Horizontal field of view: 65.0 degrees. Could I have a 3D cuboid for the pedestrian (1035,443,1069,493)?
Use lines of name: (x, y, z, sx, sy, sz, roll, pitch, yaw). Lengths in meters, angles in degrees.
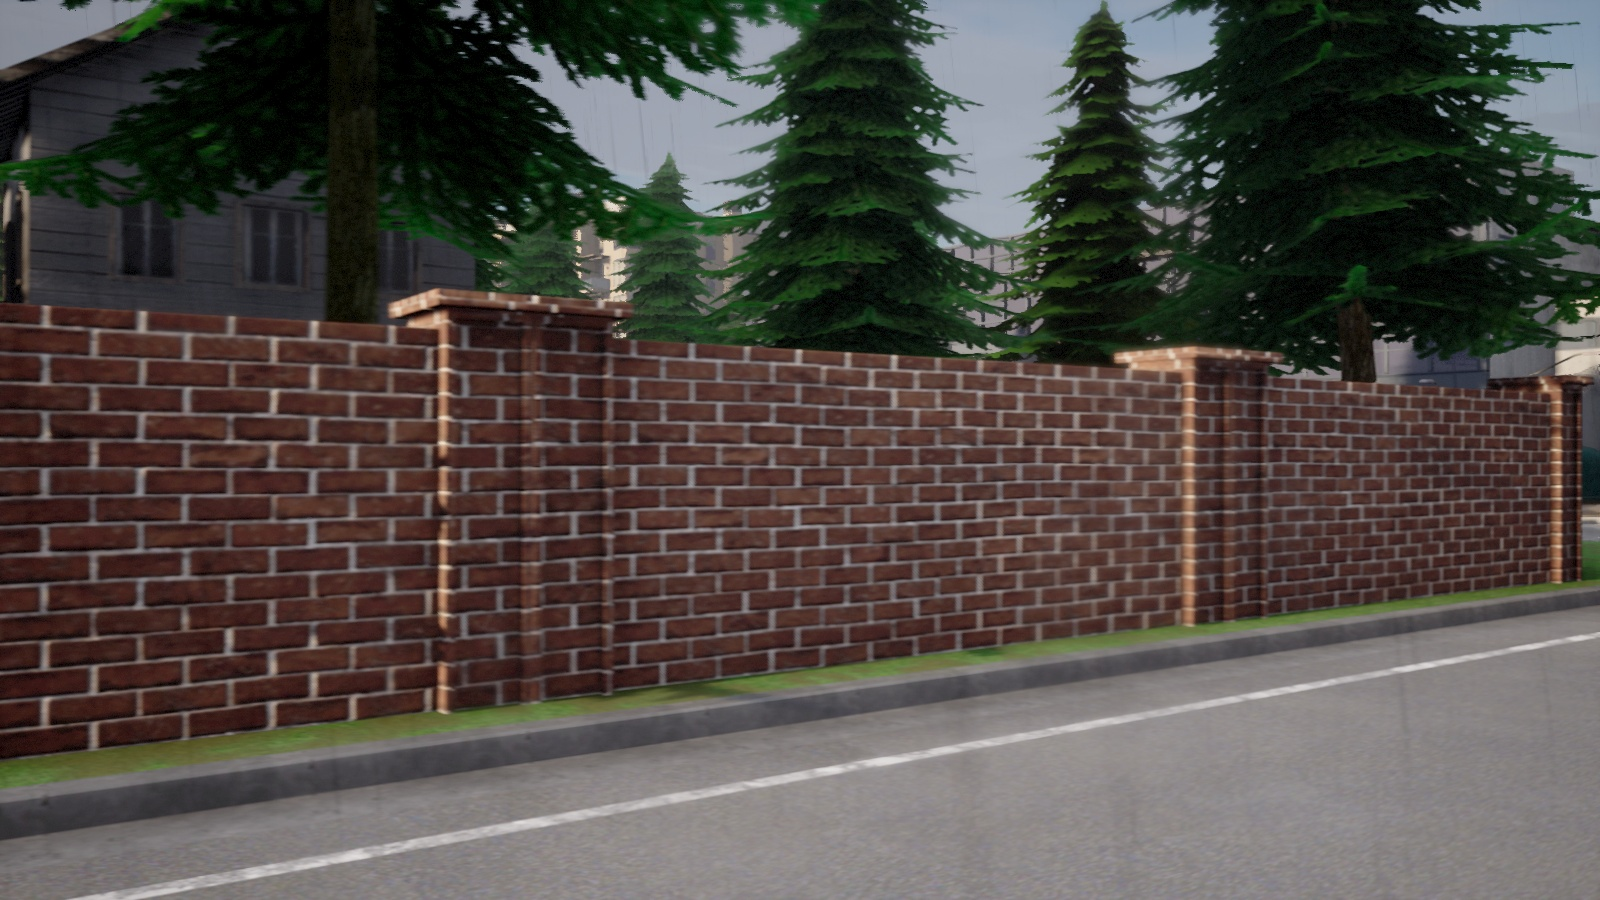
pedestrian: (9.440, 0.677, 47.104, 0.874, 1.855, 0.900, 0, 0, -45)
